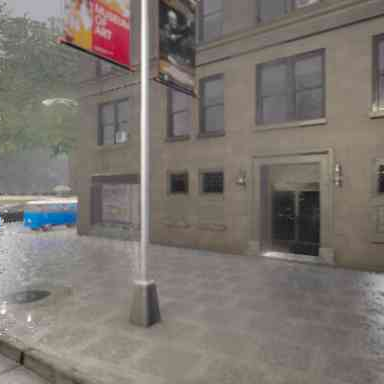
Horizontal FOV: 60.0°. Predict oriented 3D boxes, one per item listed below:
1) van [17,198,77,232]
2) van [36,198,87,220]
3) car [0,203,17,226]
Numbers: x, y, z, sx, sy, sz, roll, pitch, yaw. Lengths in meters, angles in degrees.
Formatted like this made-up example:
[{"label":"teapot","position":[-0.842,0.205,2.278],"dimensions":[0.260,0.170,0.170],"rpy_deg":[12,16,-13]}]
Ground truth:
[{"label":"van","position":[-8.097,1.410,20.297],"dimensions":[1.690,1.788,3.998],"rpy_deg":[0,0,36]},{"label":"van","position":[-11.624,1.439,29.897],"dimensions":[1.690,1.788,3.998],"rpy_deg":[0,0,36]},{"label":"car","position":[-12.749,1.577,24.039],"dimensions":[1.837,1.490,4.892],"rpy_deg":[0,1,35]}]
